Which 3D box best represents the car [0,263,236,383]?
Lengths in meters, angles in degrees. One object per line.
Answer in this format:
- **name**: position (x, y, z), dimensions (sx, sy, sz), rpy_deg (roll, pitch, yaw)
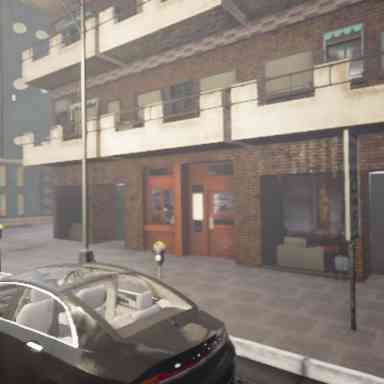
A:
- **car**: position (-1.619, 1.564, 4.045), dimensions (4.403, 1.369, 2.008), rpy_deg (0, -1, 36)
